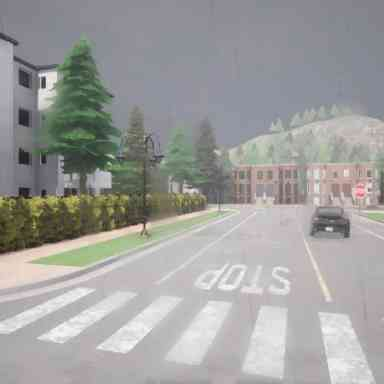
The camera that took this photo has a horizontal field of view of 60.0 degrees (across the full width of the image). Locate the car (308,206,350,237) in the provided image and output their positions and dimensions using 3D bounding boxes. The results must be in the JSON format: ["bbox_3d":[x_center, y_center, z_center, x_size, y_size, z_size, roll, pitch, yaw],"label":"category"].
[{"bbox_3d":[7.460,1.525,18.168,1.837,1.490,4.892,2,0,21],"label":"car"}]
